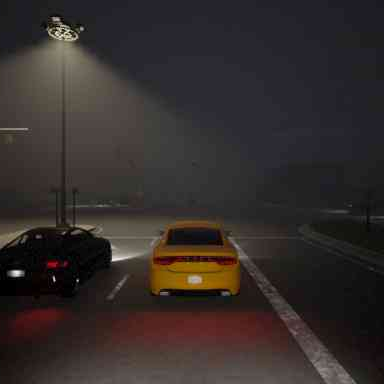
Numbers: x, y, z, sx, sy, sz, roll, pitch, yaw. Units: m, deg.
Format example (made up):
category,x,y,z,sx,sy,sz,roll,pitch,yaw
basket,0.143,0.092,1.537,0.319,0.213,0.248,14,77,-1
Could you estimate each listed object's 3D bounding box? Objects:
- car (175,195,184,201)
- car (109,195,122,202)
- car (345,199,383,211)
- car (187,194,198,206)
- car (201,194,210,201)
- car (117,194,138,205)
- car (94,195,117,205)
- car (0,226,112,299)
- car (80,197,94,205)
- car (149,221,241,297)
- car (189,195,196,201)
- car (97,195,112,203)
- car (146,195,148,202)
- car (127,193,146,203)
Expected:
category,x,y,z,sx,sy,sz,roll,pitch,yaw
car,-3.388,1.517,87.478,1.812,1.442,4.674,0,0,0
car,-18.398,1.500,80.076,1.837,1.490,4.892,0,0,0
car,20.892,1.505,39.842,4.892,1.490,1.837,0,0,-1
car,0.072,1.526,56.447,1.812,1.442,4.674,0,0,0
car,3.612,1.588,87.499,1.895,1.301,4.718,0,0,0
car,-11.499,1.547,58.964,2.033,1.411,5.357,0,0,0
car,-15.003,1.564,57.764,1.994,1.385,4.181,0,0,0
car,-3.425,1.564,8.522,1.994,1.385,4.181,0,0,0
car,-18.484,1.601,59.747,1.895,1.301,4.718,0,0,0
car,0.076,1.478,8.651,1.882,1.535,5.008,0,0,0
car,0.111,1.491,87.057,1.837,1.490,4.892,0,0,0
car,-18.411,1.500,69.897,1.837,1.490,4.892,0,0,0
car,-11.400,1.500,78.256,1.837,1.490,4.892,0,0,0
car,-11.418,1.352,68.082,2.097,1.767,4.553,0,0,0
